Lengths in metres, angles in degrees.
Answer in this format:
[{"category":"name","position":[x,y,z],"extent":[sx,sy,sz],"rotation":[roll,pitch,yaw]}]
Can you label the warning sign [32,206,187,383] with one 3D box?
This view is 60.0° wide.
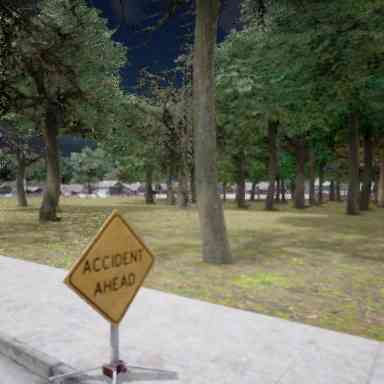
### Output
[{"category":"warning sign","position":[-0.863,1.119,3.687],"extent":[1.060,1.860,1.300],"rotation":[0,0,35]}]
